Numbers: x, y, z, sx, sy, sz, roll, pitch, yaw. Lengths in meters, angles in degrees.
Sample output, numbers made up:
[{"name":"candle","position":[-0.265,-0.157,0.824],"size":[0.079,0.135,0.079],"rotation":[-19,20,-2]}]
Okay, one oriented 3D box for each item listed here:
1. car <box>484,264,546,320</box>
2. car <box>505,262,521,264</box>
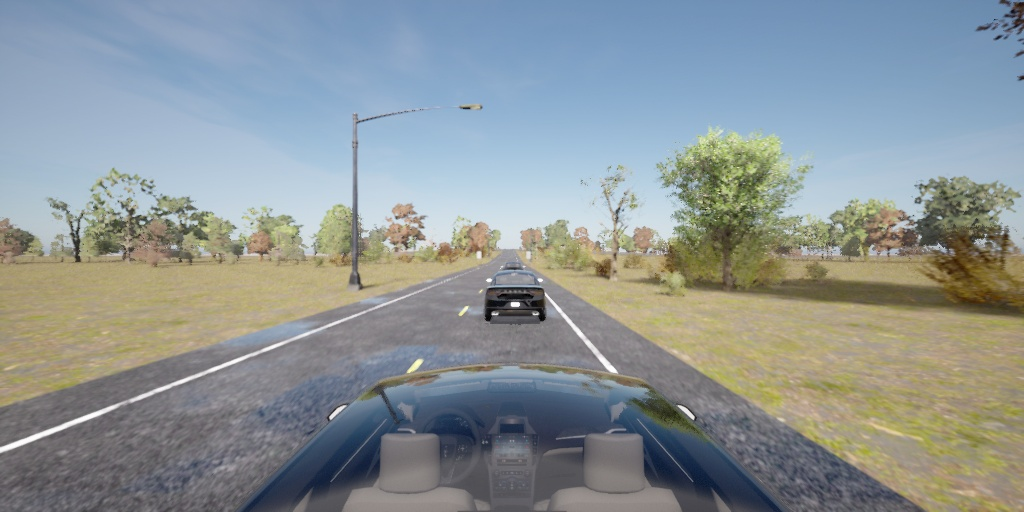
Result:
[{"name":"car","position":[0.098,1.226,12.676],"size":[1.882,1.535,5.008],"rotation":[0,0,0]},{"name":"car","position":[0.096,1.246,30.981],"size":[1.837,1.490,4.892],"rotation":[0,0,0]}]
